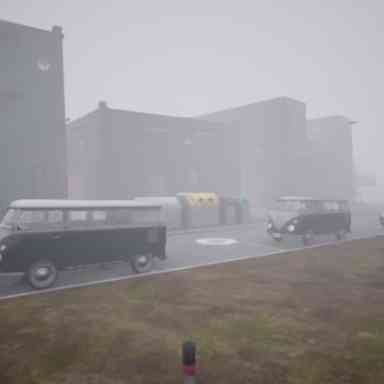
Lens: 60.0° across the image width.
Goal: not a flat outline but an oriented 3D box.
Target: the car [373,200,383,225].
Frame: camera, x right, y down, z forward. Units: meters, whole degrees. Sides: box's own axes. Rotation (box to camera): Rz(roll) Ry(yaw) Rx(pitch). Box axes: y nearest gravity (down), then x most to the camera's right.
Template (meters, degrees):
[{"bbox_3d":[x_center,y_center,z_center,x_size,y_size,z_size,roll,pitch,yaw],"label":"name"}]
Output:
[{"bbox_3d":[13.922,1.429,21.626,4.674,1.452,2.002,1,0,-40],"label":"car"}]

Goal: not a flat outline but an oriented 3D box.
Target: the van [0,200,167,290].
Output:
[{"bbox_3d":[-2.874,1.195,8.686,4.442,1.987,1.878,1,0,-38],"label":"van"}]

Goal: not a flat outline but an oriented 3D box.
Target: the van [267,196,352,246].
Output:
[{"bbox_3d":[5.131,1.182,14.600,4.442,1.987,1.878,1,0,-38],"label":"van"}]
